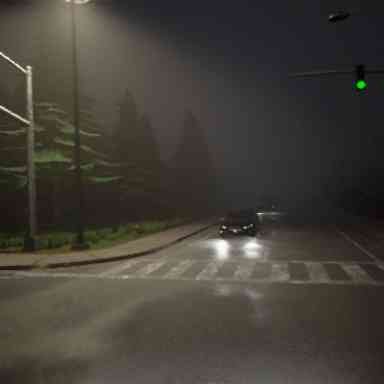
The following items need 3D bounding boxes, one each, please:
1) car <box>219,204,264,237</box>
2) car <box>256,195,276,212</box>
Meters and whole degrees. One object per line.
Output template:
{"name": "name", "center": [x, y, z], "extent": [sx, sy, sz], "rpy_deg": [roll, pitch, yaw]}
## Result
{"name": "car", "center": [2.803, 1.694, 18.960], "extent": [1.837, 1.490, 4.892], "rpy_deg": [-2, 0, 16]}
{"name": "car", "center": [9.528, 1.365, 42.471], "extent": [2.150, 2.045, 5.566], "rpy_deg": [-2, -1, 16]}
